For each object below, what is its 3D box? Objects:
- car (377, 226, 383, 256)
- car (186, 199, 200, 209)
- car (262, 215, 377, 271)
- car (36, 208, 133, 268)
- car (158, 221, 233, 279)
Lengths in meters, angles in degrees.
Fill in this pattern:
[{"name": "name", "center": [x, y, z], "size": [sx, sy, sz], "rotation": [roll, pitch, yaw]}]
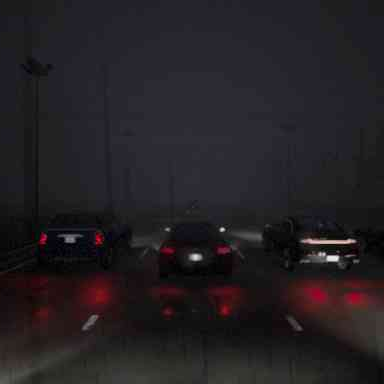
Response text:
[{"name": "car", "center": [7.092, 1.607, 10.821], "size": [1.895, 1.301, 4.718], "rotation": [0, 0, 1]}, {"name": "car", "center": [0.083, 1.626, 45.712], "size": [1.895, 1.301, 4.718], "rotation": [0, 0, 0]}, {"name": "car", "center": [3.595, 1.498, 10.943], "size": [2.128, 1.511, 4.902], "rotation": [0, 0, 0]}, {"name": "car", "center": [-3.406, 1.359, 11.425], "size": [2.097, 1.767, 4.553], "rotation": [0, 0, 0]}, {"name": "car", "center": [0.092, 1.570, 10.132], "size": [1.994, 1.385, 4.181], "rotation": [0, 0, 0]}]
